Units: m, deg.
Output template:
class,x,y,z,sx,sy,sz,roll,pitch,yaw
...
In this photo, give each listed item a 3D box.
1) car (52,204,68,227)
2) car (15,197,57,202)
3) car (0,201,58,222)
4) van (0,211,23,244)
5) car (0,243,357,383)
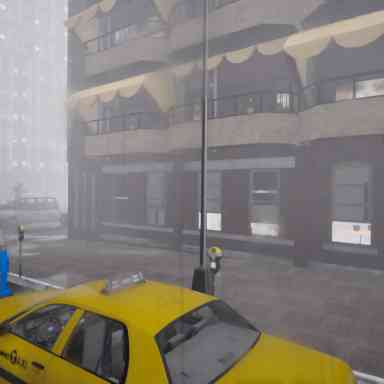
class,x,y,z,sx,sy,sz,roll,pitch,yaw
car,-6.952,1.686,23.209,1.887,1.381,4.507,1,0,36
car,-13.735,1.339,28.124,2.192,1.841,5.009,1,0,36
car,-12.528,1.653,25.370,1.895,1.301,4.718,1,0,36
van,-5.317,1.339,6.663,3.998,1.788,1.690,0,1,36
car,-0.897,1.525,3.506,4.829,1.417,1.752,0,1,36
